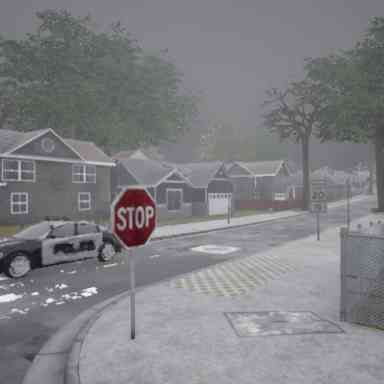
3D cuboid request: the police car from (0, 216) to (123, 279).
[{"bbox_3d":[-4.580,1.612,10.856,1.930,1.638,5.238,-1,-2,36],"label":"police car"}]
